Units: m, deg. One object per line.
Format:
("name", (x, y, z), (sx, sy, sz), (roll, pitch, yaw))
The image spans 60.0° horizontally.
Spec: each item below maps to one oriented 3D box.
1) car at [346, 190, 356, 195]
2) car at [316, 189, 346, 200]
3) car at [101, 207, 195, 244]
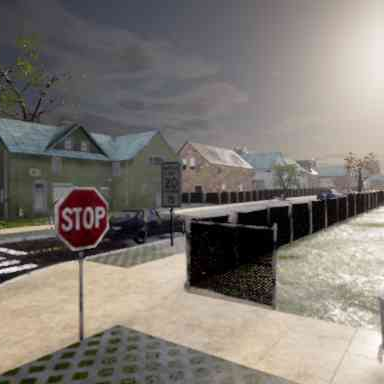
("car", (22.094, 0.391, 47.314), (1.994, 1.385, 4.181), (-1, 1, 37))
("car", (16.324, 0.402, 39.500), (2.097, 1.767, 4.553), (-1, 1, 37))
("car", (-1.951, 1.368, 15.082), (2.033, 1.411, 5.357), (-1, 1, 37))
